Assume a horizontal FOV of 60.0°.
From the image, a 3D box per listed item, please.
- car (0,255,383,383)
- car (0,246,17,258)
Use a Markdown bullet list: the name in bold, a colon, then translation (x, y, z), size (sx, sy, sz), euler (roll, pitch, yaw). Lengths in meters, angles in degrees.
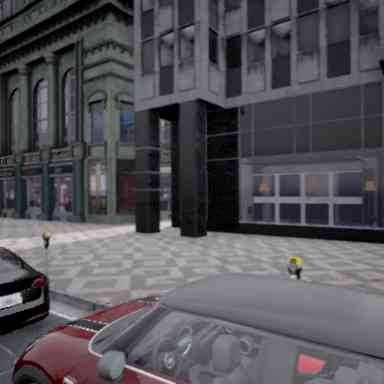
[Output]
- **car**: translation (0.255, 1.453, 2.776), size (4.097, 1.590, 1.967), euler (-1, 0, 35)
- **car**: translation (-4.336, 1.637, 6.044), size (4.313, 1.339, 1.947), euler (-1, 0, 35)
